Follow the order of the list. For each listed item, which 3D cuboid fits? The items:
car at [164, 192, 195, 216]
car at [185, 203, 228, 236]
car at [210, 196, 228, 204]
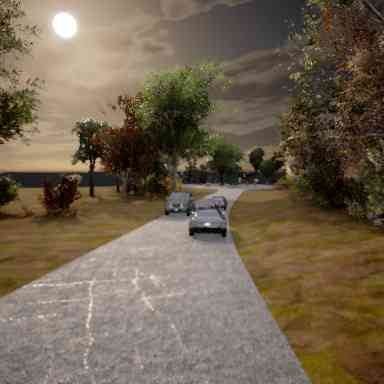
[{"bbox_3d":[-0.975,1.015,29.553,2.150,2.045,5.566,1,1,7],"label":"car"},{"bbox_3d":[0.909,1.555,18.495,1.994,1.385,4.181,0,0,4],"label":"car"},{"bbox_3d":[2.974,1.144,36.881,2.033,1.411,5.357,1,2,9],"label":"car"}]
